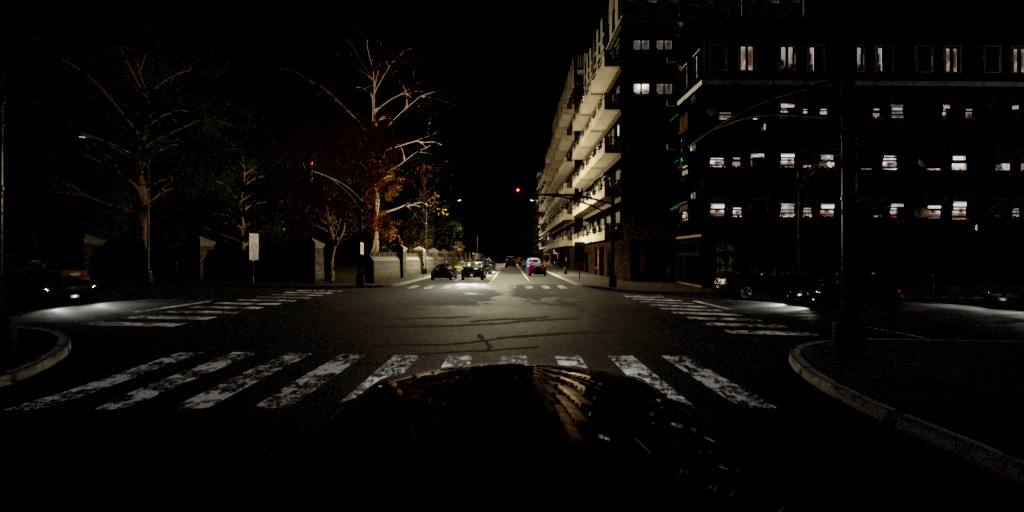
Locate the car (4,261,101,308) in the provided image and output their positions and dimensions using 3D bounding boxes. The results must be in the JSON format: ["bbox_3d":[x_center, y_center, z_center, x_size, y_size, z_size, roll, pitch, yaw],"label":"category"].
[{"bbox_3d":[-18.218,0.996,12.733,5.357,1.411,2.033,1,0,-1],"label":"car"}]

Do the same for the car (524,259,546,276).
[{"bbox_3d":[2.527,1.314,36.893,1.888,1.381,4.507,0,0,0],"label":"car"}]

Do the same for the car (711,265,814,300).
[{"bbox_3d":[13.371,1.353,18.973,5.009,1.841,2.192,0,0,-1],"label":"car"}]

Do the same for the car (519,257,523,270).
[{"bbox_3d":[2.447,1.229,53.783,1.967,1.591,4.097,0,0,0],"label":"car"}]

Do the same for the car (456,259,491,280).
[{"bbox_3d":[-3.230,1.255,31.052,2.128,1.511,4.902,0,0,0],"label":"car"}]

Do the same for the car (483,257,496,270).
[{"bbox_3d":[-3.323,1.278,51.763,2.128,1.511,4.902,0,0,0],"label":"car"}]

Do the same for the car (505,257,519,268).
[{"bbox_3d":[-0.183,1.328,61.737,1.812,1.442,4.674,0,0,0],"label":"car"}]

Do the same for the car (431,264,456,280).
[{"bbox_3d":[-5.827,1.330,31.223,1.948,1.339,4.313,0,0,0],"label":"car"}]

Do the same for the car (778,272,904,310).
[{"bbox_3d":[15.113,1.624,16.410,4.181,1.385,1.994,1,0,-1],"label":"car"}]

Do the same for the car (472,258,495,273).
[{"bbox_3d":[-3.280,1.278,41.351,1.837,1.490,4.892,0,0,0],"label":"car"}]

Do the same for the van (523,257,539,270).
[{"bbox_3d":[2.500,1.115,42.523,1.690,1.789,3.998,0,0,0],"label":"van"}]

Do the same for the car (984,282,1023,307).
[{"bbox_3d":[24.950,1.764,16.555,4.674,1.442,1.812,1,0,-1],"label":"car"}]
